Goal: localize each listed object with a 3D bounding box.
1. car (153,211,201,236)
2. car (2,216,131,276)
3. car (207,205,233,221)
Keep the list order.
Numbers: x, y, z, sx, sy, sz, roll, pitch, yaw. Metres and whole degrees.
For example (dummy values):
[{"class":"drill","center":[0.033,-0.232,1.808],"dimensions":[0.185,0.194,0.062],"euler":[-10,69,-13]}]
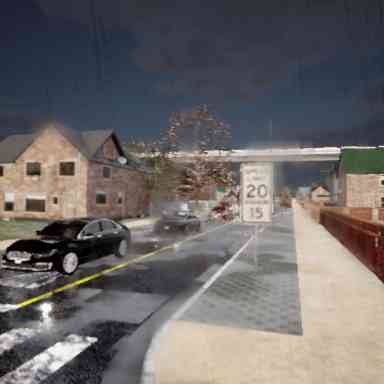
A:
[{"class":"car","center":[-0.841,1.855,20.559],"dimensions":[1.994,1.385,4.181],"euler":[0,-1,17]},{"class":"car","center":[-3.764,1.604,10.948],"dimensions":[1.837,1.490,4.892],"euler":[0,-1,18]},{"class":"car","center":[2.871,2.060,32.902],"dimensions":[1.812,1.442,4.674],"euler":[0,-1,17]}]
